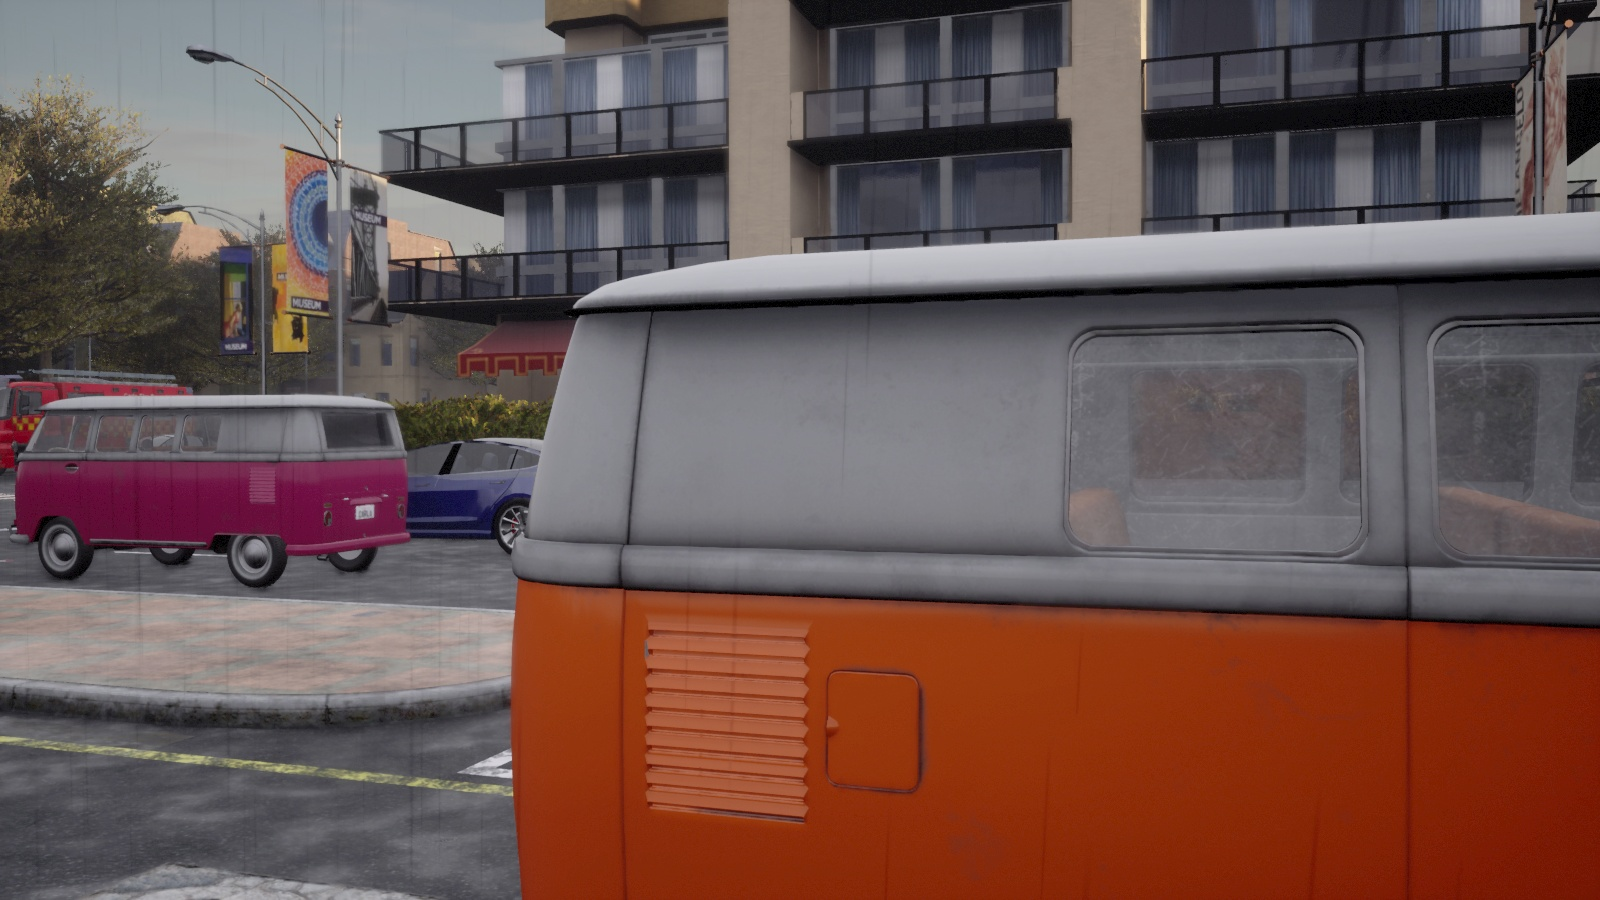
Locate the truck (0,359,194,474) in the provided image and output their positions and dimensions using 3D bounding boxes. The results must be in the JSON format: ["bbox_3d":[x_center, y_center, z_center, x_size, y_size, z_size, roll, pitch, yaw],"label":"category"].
[{"bbox_3d":[-26.770,-1.180,46.298,2.891,3.827,8.468,1,1,18],"label":"truck"}]

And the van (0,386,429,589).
[{"bbox_3d":[-6.511,0.334,13.820,4.442,1.987,1.775,1,1,19],"label":"van"}]

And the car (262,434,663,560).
[{"bbox_3d":[-4.484,0.540,16.834,4.792,1.488,2.163,1,1,19],"label":"car"}]

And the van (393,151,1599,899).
[{"bbox_3d":[1.570,0.543,2.661,4.442,1.987,1.775,1,1,19],"label":"van"}]
